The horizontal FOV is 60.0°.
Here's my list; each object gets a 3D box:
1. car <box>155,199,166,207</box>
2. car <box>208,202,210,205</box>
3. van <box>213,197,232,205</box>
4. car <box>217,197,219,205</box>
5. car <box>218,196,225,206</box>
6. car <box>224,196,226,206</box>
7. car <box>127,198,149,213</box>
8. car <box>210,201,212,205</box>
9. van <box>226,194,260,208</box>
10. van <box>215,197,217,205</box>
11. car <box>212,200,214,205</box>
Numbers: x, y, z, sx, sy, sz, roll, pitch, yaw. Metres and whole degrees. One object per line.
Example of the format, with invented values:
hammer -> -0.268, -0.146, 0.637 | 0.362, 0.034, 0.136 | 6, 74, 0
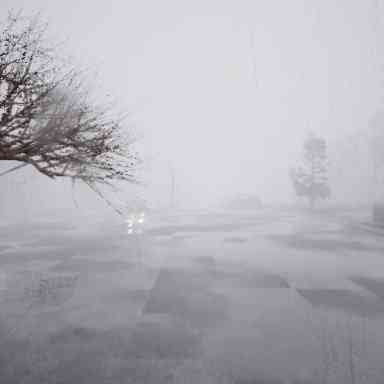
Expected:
car -> -5.874, 2.007, 62.227 | 1.812, 1.442, 4.674 | 0, 0, 0
car -> 8.049, 2.467, 88.726 | 5.566, 2.045, 2.435 | 2, -2, -20
van -> 7.966, 2.390, 85.724 | 4.442, 1.987, 1.878 | 2, -2, -20
car -> 8.104, 1.982, 67.911 | 4.553, 1.767, 2.185 | 1, -1, -20
car -> 7.898, 1.856, 58.901 | 5.366, 1.575, 1.946 | 1, -1, -20
car -> 8.067, 1.742, 53.015 | 4.674, 1.452, 2.002 | 1, -2, -20
car -> -5.867, 1.422, 36.623 | 2.128, 1.511, 4.902 | -1, 1, 0
car -> 8.099, 2.272, 82.804 | 5.566, 2.045, 2.435 | 1, -2, -20
van -> 7.965, 1.392, 49.999 | 4.442, 1.987, 1.878 | 1, -1, -20
van -> 7.967, 1.960, 70.839 | 4.442, 1.987, 1.878 | 1, -1, -20
car -> 8.077, 2.435, 79.806 | 5.008, 1.535, 2.097 | 1, -1, -20
